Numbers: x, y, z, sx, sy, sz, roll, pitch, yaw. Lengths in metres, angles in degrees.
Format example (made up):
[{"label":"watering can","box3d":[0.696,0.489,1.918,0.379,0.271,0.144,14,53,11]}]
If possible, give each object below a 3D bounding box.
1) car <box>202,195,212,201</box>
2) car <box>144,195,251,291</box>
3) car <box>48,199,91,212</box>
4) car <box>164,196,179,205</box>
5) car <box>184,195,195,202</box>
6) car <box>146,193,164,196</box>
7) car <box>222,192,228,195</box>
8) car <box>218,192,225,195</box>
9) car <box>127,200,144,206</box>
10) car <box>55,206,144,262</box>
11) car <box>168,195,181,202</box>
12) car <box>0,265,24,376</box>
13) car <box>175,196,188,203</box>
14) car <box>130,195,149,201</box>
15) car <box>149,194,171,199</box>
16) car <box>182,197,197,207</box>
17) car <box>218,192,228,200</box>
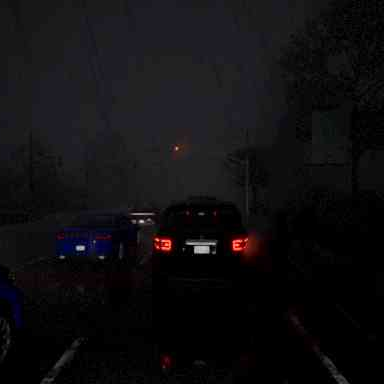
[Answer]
[{"label":"car","box3d":[3.763,1.540,82.687,2.033,1.411,5.357,0,0,10]},{"label":"car","box3d":[0.252,1.221,9.193,2.150,2.045,5.566,0,0,1]},{"label":"car","box3d":[-13.689,1.526,37.400,4.674,1.442,1.812,0,0,1]},{"label":"car","box3d":[-3.460,1.526,57.872,1.812,1.442,4.674,0,0,7]},{"label":"car","box3d":[-0.550,1.478,78.121,1.882,1.535,5.008,0,0,9]},{"label":"car","box3d":[-7.001,1.221,57.779,2.150,2.045,5.566,0,0,7]},{"label":"car","box3d":[6.596,1.350,78.424,2.097,1.767,4.553,0,0,10]},{"label":"car","box3d":[0.593,1.221,19.525,2.150,2.045,5.566,0,0,2]},{"label":"car","box3d":[-2.810,1.491,21.622,2.128,1.511,4.902,0,0,2]},{"label":"car","box3d":[-3.171,1.478,12.130,1.882,1.535,5.008,0,0,2]},{"label":"car","box3d":[-4.066,1.525,78.304,2.128,1.511,4.902,0,0,9]},{"label":"car","box3d":[-3.363,1.221,2.145,2.150,2.045,5.566,0,0,0]},{"label":"car","box3d":[-2.111,1.564,67.862,1.994,1.385,4.181,0,0,9]},{"label":"car","box3d":[-8.026,1.564,48.479,1.994,1.385,4.181,0,0,6]},{"label":"car","box3d":[-4.495,1.477,48.612,1.882,1.535,5.008,0,0,6]},{"label":"car","box3d":[-0.317,1.525,52.293,1.812,1.442,4.674,0,0,5]},{"label":"car","box3d":[8.382,1.093,88.590,2.150,2.045,5.566,0,0,11]}]
